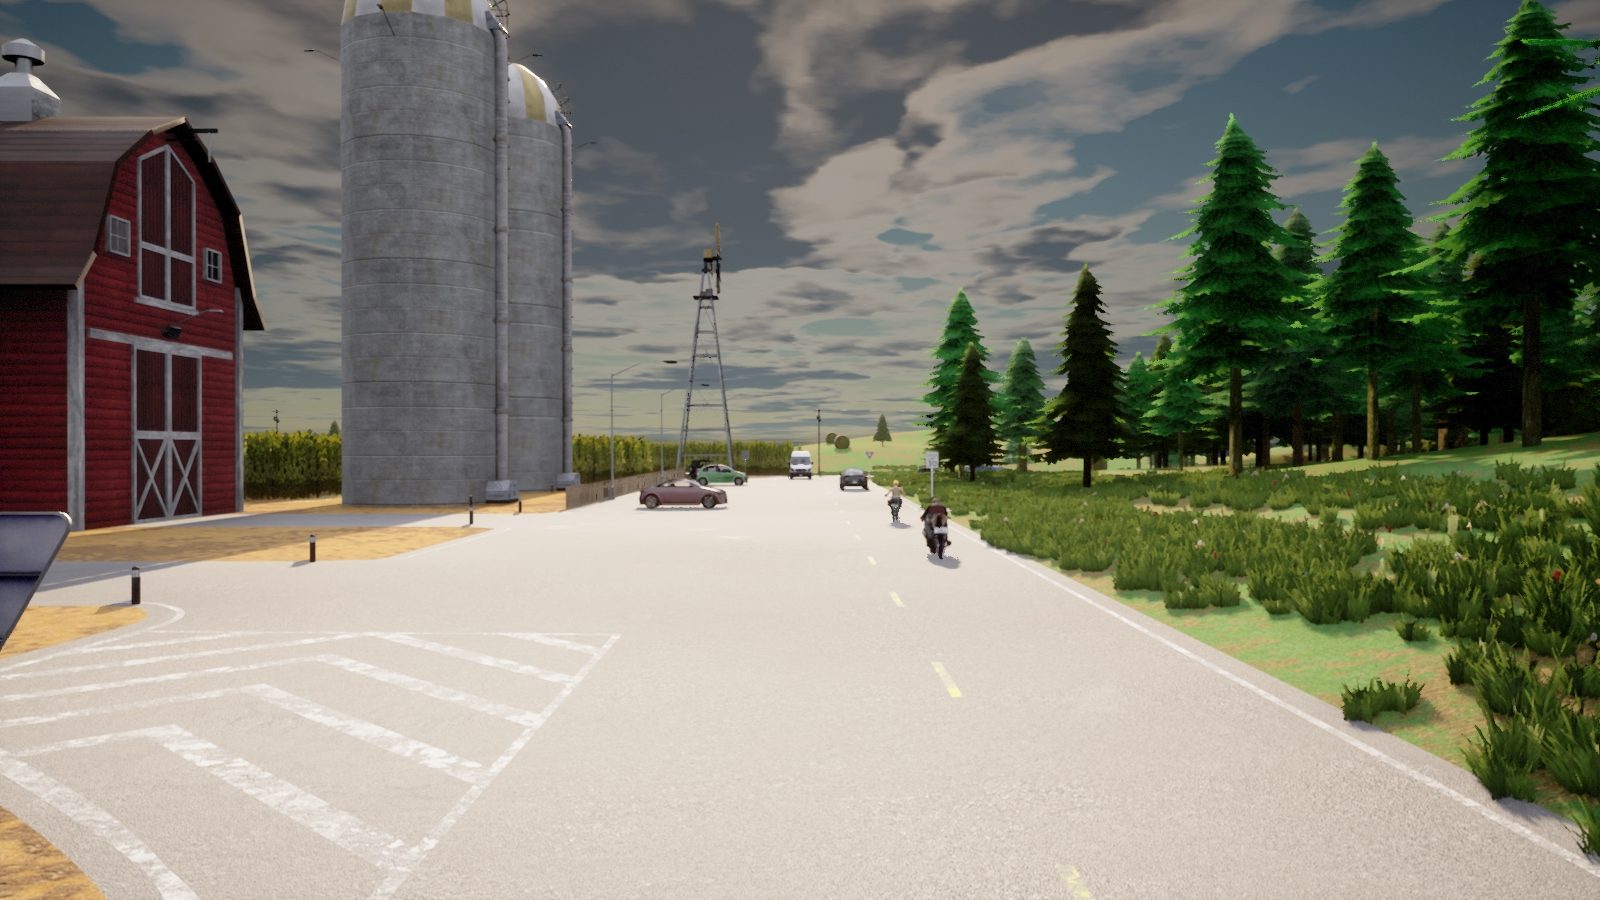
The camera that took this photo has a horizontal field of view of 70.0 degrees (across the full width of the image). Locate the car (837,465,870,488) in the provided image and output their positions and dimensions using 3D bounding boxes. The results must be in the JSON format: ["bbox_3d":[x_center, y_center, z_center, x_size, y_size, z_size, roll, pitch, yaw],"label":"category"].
[{"bbox_3d":[3.626,1.809,77.854,2.002,1.442,4.674,0,0,0],"label":"car"}]

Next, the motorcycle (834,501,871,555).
[{"bbox_3d":[1.352,2.013,29.754,0.867,1.251,2.209,0,0,0],"label":"motorcycle"}]
